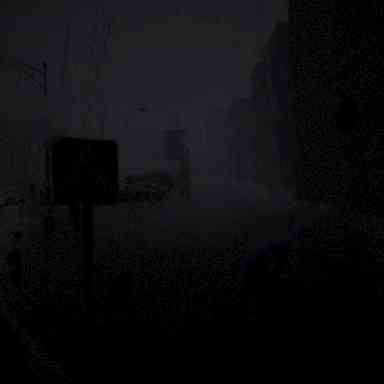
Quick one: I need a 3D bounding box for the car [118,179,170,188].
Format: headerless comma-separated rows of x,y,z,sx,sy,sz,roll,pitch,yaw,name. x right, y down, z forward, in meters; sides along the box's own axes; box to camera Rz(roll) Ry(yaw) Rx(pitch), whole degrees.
-4.617,-0.034,27.876,4.674,1.452,2.002,-3,5,-20,car

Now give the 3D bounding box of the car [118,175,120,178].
-9.699,-1.465,48.184,1.812,1.442,4.674,-2,4,0,car

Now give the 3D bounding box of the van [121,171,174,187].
-4.569,-0.781,33.971,4.442,1.987,1.878,-3,5,-20,van

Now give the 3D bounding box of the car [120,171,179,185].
-4.729,-1.038,36.946,5.566,2.045,2.435,-3,5,-20,car

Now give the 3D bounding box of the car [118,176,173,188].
-4.820,-0.307,30.843,5.366,1.575,1.946,-3,5,-20,car

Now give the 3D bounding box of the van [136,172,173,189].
-4.865,-1.486,42.991,4.442,1.987,1.878,-3,5,-20,van

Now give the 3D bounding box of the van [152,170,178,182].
-5.025,-2.917,61.209,4.442,1.987,1.878,-3,5,-20,van

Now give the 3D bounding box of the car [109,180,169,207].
-4.602,0.166,24.840,4.892,1.521,2.231,-3,5,-20,car

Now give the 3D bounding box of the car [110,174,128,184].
-13.152,-2.316,60.015,2.128,1.511,4.902,-2,5,0,car

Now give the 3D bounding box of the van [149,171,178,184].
-4.757,-2.451,55.226,4.442,1.987,1.878,-3,5,-20,van

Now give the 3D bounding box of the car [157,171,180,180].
-4.970,-3.539,70.387,4.553,1.767,2.185,-3,5,-20,car

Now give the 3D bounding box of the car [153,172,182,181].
-4.765,-2.949,64.378,5.366,1.575,1.946,-3,5,-20,car
